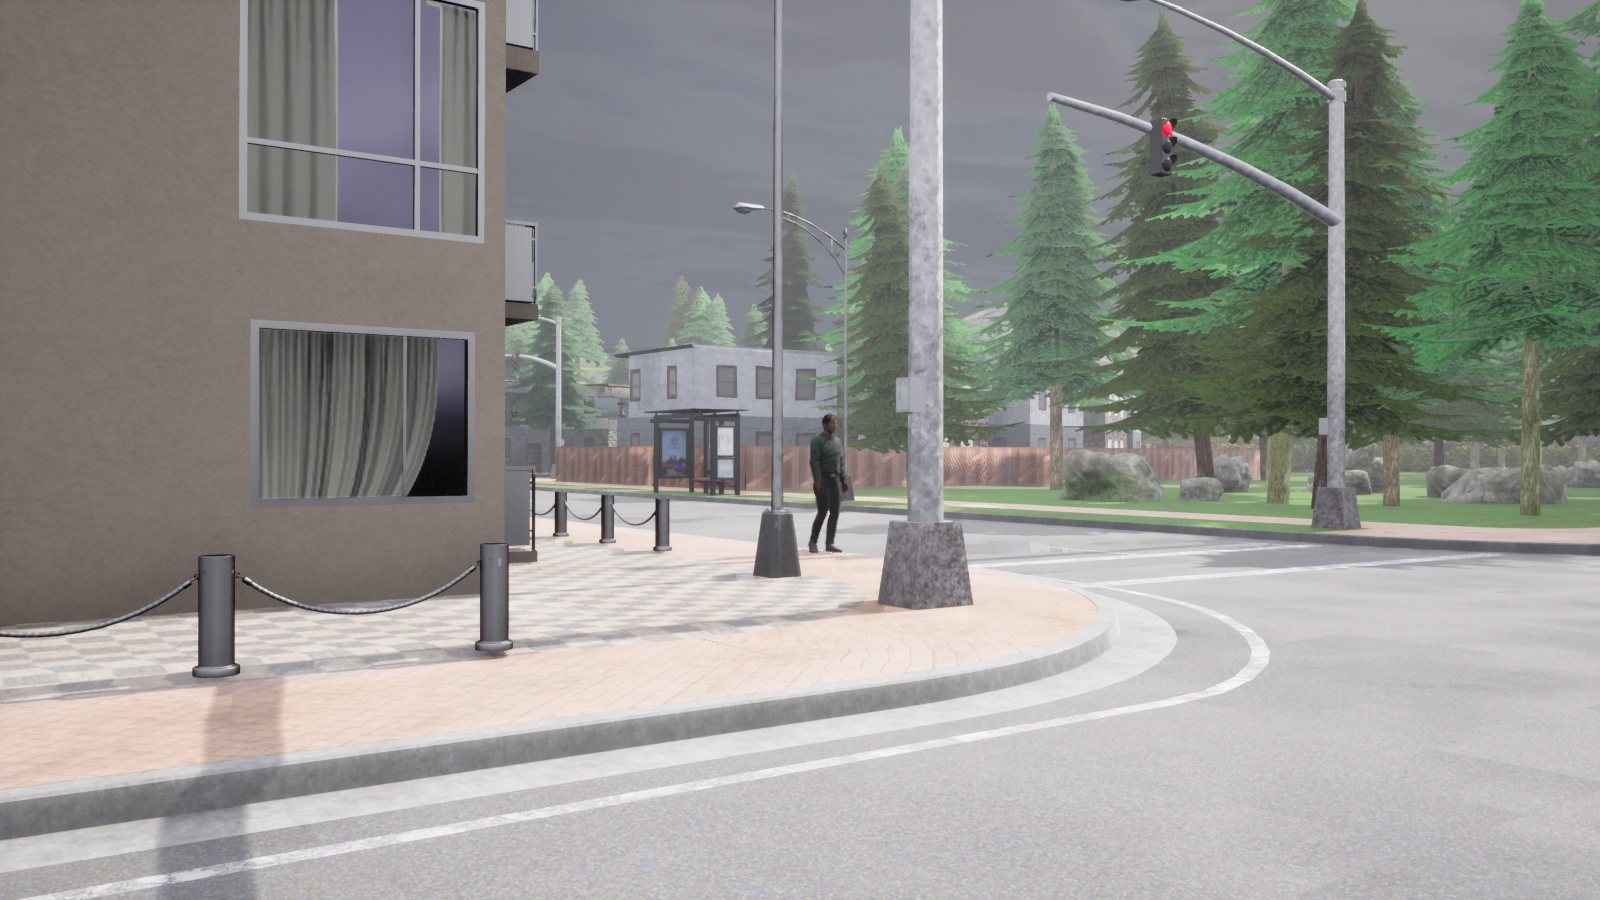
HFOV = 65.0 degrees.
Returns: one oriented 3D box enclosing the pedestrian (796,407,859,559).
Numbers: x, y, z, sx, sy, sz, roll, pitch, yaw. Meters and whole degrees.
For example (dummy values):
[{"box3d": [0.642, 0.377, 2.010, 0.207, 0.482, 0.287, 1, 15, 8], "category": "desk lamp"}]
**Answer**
[{"box3d": [0.359, 0.430, 16.557, 0.423, 1.949, 0.788, 0, 0, -37], "category": "pedestrian"}]
